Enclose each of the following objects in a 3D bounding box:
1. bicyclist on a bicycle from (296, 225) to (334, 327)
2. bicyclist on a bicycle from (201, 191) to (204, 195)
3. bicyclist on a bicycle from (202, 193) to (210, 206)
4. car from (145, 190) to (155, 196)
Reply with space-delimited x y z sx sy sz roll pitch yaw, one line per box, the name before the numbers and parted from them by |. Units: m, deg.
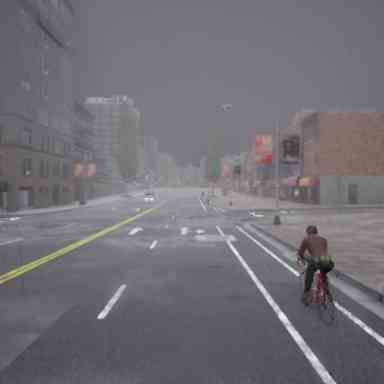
bicyclist on a bicycle | 2.248 1.450 6.091 0.582 1.620 1.656 0 0 0
bicyclist on a bicycle | 2.244 0.655 70.499 0.659 1.776 1.843 0 1 0
bicyclist on a bicycle | 2.264 1.195 47.818 0.866 1.612 1.509 0 1 0
car | -9.756 0.286 77.766 1.994 1.385 4.181 0 1 0
